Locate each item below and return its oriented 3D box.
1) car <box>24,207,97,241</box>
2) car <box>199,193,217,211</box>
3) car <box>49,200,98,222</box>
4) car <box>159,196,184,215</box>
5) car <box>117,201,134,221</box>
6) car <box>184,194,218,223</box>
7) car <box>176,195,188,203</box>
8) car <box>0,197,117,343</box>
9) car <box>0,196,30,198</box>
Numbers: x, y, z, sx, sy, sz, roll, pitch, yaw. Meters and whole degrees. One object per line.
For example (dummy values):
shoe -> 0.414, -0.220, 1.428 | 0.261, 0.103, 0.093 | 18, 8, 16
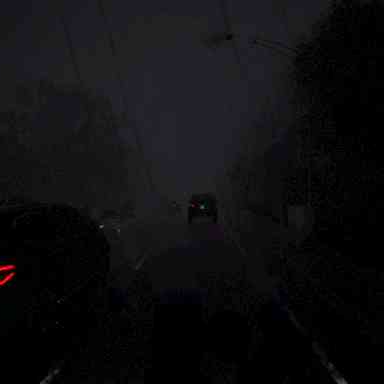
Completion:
car -> -6.668, 1.564, 17.437 | 1.994, 1.385, 4.181 | 0, 0, 3
car -> 2.120, 1.236, 43.270 | 2.150, 2.045, 5.566 | 0, 0, 5
car -> -9.684, 1.493, 27.632 | 2.128, 1.511, 4.902 | 0, 0, 3
car -> -2.139, 1.498, 33.848 | 2.128, 1.511, 4.902 | 0, 0, 4
car -> -6.168, 1.481, 27.811 | 1.882, 1.535, 5.008 | 0, 0, 3
car -> 0.862, 1.219, 25.926 | 2.150, 2.045, 5.566 | 0, -1, 3
car -> -2.104, 1.491, 70.239 | 1.882, 1.535, 5.008 | 0, 0, 7
car -> -3.267, 1.221, 6.591 | 2.150, 2.045, 5.566 | 0, 0, 0
car -> -10.171, 1.220, 17.272 | 2.150, 2.045, 5.566 | 0, 0, 3
